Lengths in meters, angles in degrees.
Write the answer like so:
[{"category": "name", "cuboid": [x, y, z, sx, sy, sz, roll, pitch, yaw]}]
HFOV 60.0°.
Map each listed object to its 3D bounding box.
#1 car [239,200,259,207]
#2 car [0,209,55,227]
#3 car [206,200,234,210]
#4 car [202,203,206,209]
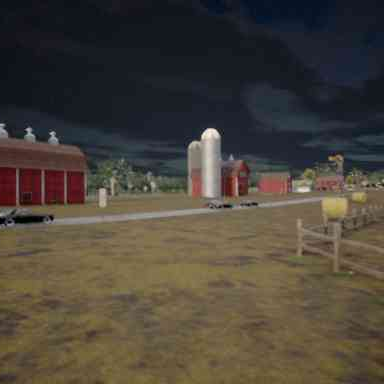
[{"category": "car", "cuboid": [10.342, 2.044, 59.724, 1.895, 1.301, 4.718, -1, 0, 35]}, {"category": "car", "cuboid": [-13.374, 1.981, 26.253, 1.895, 1.301, 4.718, -1, -1, 35]}, {"category": "car", "cuboid": [4.645, 2.081, 51.585, 1.895, 1.301, 4.718, -1, 0, 36]}, {"category": "car", "cuboid": [3.902, 2.039, 55.418, 2.033, 1.411, 5.357, -1, 0, 36]}]
